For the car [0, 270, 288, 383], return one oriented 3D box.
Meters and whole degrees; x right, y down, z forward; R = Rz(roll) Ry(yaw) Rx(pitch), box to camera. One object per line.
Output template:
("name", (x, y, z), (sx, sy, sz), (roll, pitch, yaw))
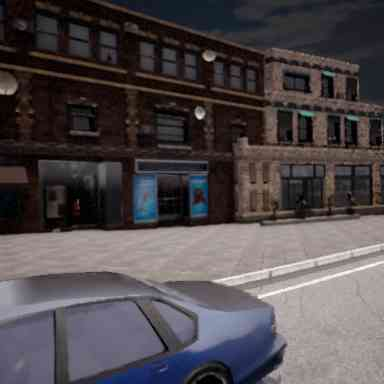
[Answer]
("car", (-1.478, 1.545, 2.945), (5.357, 1.411, 2.033), (0, 0, -35))
